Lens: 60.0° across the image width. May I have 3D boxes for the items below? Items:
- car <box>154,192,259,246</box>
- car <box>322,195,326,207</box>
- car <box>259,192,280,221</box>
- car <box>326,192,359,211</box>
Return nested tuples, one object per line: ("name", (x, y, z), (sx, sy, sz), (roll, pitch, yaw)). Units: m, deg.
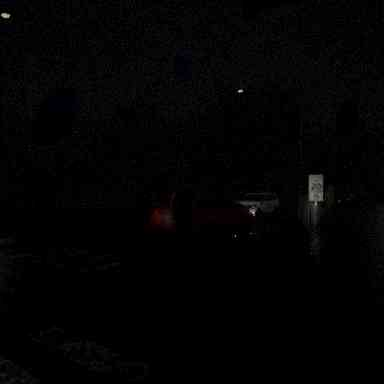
("car", (0.699, 1.092, 14.917), (2.150, 2.045, 5.566), (0, 0, 36))
("car", (19.539, 1.037, 45.580), (2.150, 2.045, 5.566), (0, 0, 36))
("car", (5.007, 1.049, 25.826), (2.150, 2.045, 5.566), (0, 0, 36))
("car", (17.349, 1.027, 37.738), (2.150, 2.045, 5.566), (0, 0, 36))
